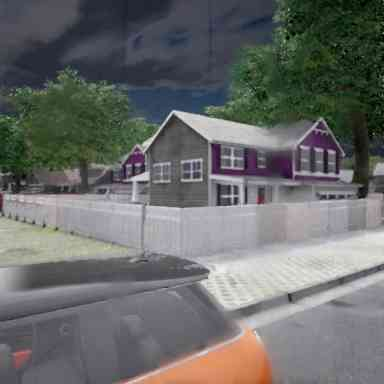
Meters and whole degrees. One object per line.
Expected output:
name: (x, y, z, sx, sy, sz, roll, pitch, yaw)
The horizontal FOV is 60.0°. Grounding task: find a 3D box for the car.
car: (-1.560, 1.357, 2.043, 4.553, 1.767, 2.097, -1, 0, -36)
